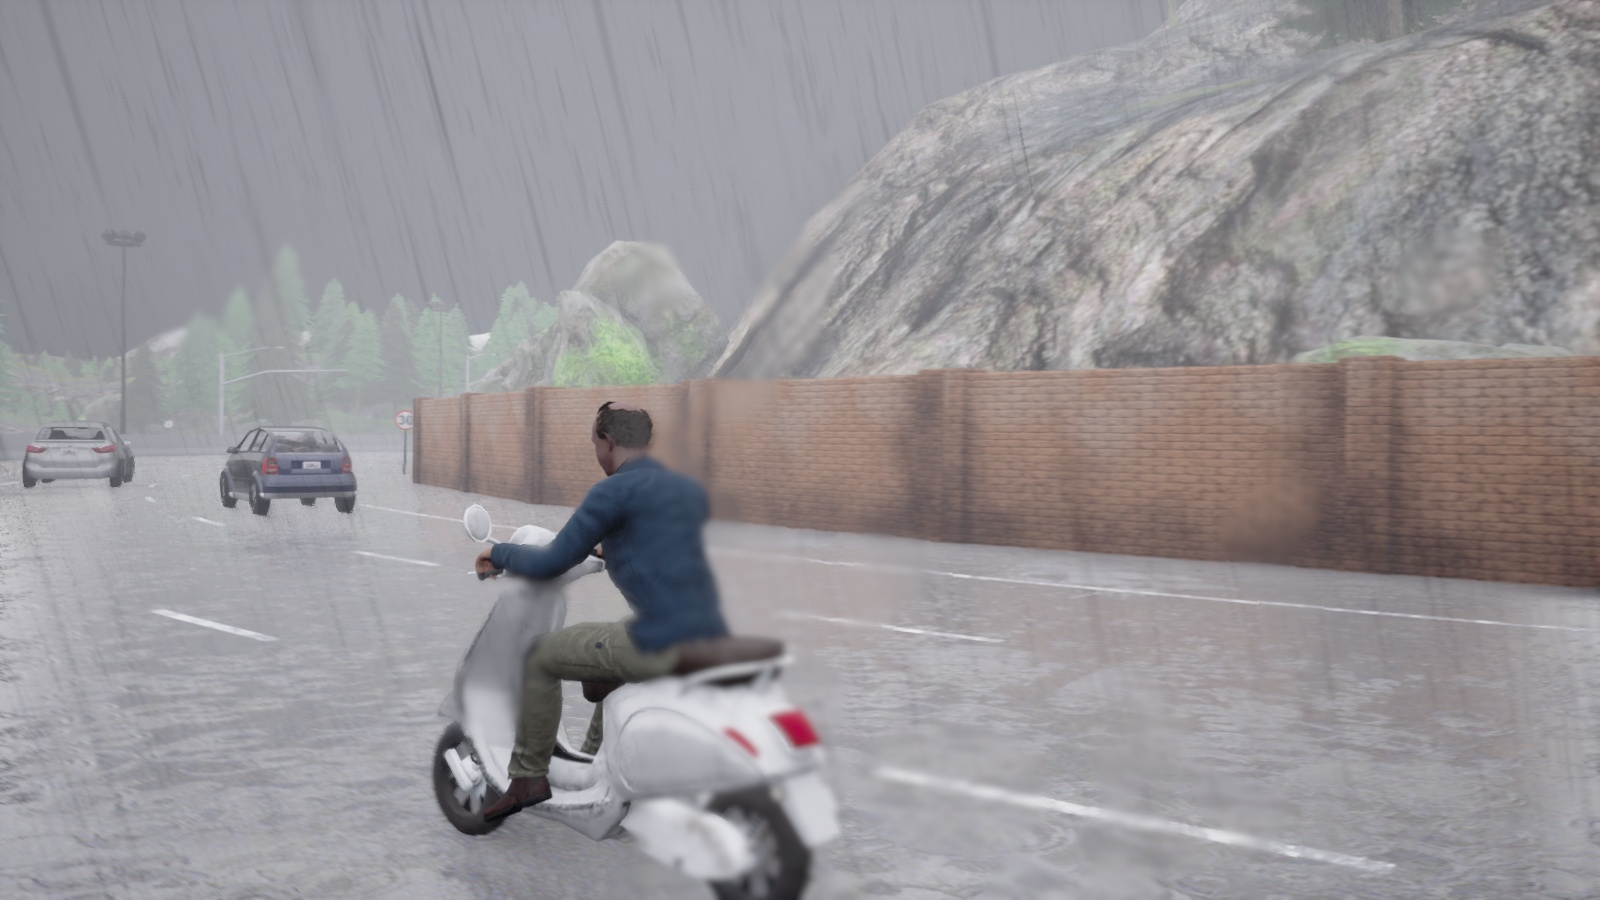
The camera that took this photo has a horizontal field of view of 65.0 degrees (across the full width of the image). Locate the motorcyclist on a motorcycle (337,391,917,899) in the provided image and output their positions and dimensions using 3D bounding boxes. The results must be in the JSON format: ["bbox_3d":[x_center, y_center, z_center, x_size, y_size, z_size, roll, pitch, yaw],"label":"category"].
[{"bbox_3d":[-0.620,0.643,4.178,1.817,1.590,0.866,0,0,36],"label":"motorcyclist on a motorcycle"}]

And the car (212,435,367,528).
[{"bbox_3d":[-9.460,0.516,23.120,1.789,1.549,3.705,-1,1,-36],"label":"car"}]

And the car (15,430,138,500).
[{"bbox_3d":[-18.829,0.343,32.902,2.242,1.667,4.611,-1,1,-23],"label":"car"}]
